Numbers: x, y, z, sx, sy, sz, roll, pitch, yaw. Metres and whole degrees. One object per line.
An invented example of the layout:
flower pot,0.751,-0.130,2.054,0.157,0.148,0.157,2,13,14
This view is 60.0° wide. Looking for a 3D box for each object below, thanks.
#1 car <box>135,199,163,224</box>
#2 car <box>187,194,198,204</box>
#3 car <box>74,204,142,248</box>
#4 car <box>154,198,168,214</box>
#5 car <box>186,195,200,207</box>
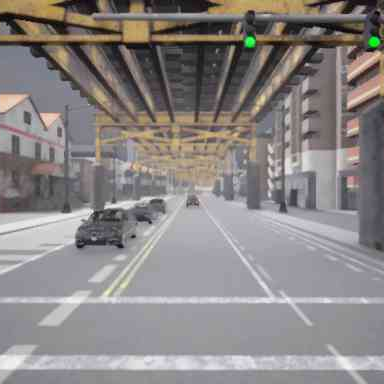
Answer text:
car,-3.593,1.501,24.491,2.033,1.411,5.357,0,0,0
car,0.091,1.190,57.295,1.882,1.535,5.008,0,1,0
car,-3.596,1.477,14.639,1.837,1.490,4.892,0,0,0
car,-3.587,1.426,34.510,1.837,1.490,4.892,0,0,0
car,0.105,1.428,47.333,1.895,1.301,4.718,0,1,0
